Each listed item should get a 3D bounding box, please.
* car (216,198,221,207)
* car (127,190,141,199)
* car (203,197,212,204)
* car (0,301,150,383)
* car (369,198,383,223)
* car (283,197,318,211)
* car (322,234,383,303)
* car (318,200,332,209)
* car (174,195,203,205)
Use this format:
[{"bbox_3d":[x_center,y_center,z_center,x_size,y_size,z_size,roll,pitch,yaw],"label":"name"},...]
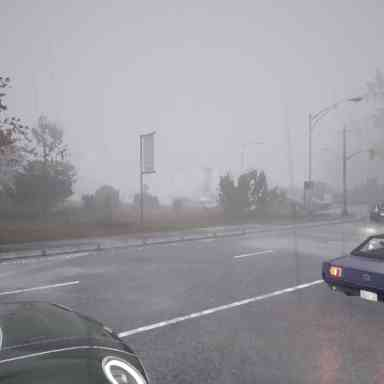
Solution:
[{"bbox_3d":[5.259,1.142,43.984,2.097,1.767,4.553,-1,0,-39],"label":"car"},{"bbox_3d":[-10.383,0.642,63.705,2.150,2.045,5.566,-1,0,-38],"label":"car"},{"bbox_3d":[1.292,1.291,54.560,1.812,1.442,4.674,-1,1,-38],"label":"car"},{"bbox_3d":[-2.462,1.352,1.967,4.553,1.767,2.097,0,0,-36],"label":"car"},{"bbox_3d":[14.410,1.054,22.827,5.566,2.045,2.150,-1,0,-35],"label":"car"},{"bbox_3d":[10.962,1.291,36.856,1.837,1.490,4.892,-1,0,-39],"label":"car"},{"bbox_3d":[5.010,1.573,7.305,4.718,1.301,1.895,0,0,-35],"label":"car"},{"bbox_3d":[13.595,1.303,39.167,2.033,1.411,5.357,-1,0,-39],"label":"car"},{"bbox_3d":[-1.008,1.287,51.833,2.128,1.511,4.902,-1,0,-38],"label":"car"}]
